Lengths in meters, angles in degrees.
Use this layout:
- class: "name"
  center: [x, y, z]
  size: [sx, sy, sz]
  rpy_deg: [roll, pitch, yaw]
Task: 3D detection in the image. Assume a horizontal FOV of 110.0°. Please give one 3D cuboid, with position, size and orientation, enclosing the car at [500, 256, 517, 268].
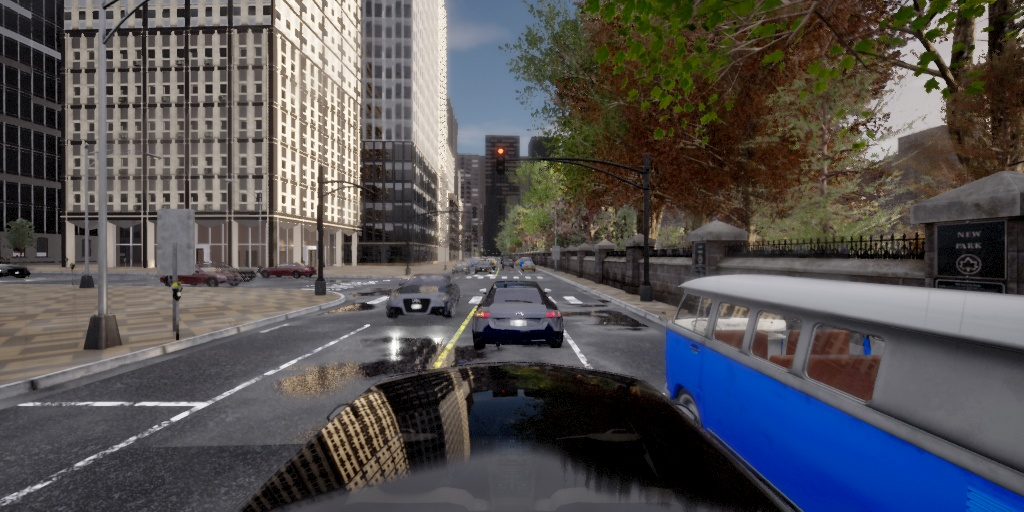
- class: "car"
  center: [-0.700, 1.216, 59.817]
  size: [2.128, 1.511, 4.902]
  rpy_deg: [0, 0, -2]

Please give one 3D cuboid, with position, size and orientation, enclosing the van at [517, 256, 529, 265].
- class: "van"
  center: [1.990, 1.072, 51.714]
  size: [1.690, 1.789, 3.998]
  rpy_deg: [0, 0, -1]

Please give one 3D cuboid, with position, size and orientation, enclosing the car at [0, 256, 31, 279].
- class: "car"
  center: [-36.175, 0.861, 24.567]
  size: [4.892, 1.490, 1.837]
  rpy_deg: [1, 0, 3]

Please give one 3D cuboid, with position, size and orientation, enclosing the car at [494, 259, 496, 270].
- class: "car"
  center: [-3.417, 1.296, 50.841]
  size: [1.994, 1.385, 4.181]
  rpy_deg: [0, 0, -2]

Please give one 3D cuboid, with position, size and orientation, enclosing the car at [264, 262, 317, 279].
- class: "car"
  center: [-18.095, 1.127, 29.080]
  size: [4.207, 1.307, 1.802]
  rpy_deg: [0, 0, 4]

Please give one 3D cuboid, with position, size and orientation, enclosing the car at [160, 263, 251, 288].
- class: "car"
  center: [-18.158, 1.149, 20.967]
  size: [4.207, 1.307, 1.802]
  rpy_deg: [0, 0, 4]

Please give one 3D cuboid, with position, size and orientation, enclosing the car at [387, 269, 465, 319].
- class: "car"
  center: [-2.923, 1.313, 12.656]
  size: [1.994, 1.385, 4.181]
  rpy_deg: [0, 0, -3]

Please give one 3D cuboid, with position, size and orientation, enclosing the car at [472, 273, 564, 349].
- class: "car"
  center: [0.098, 1.313, 9.202]
  size: [1.994, 1.385, 4.181]
  rpy_deg: [0, 0, -1]

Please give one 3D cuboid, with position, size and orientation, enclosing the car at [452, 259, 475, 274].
- class: "car"
  center: [-5.645, 1.288, 40.287]
  size: [2.007, 1.370, 4.403]
  rpy_deg: [0, 0, -1]

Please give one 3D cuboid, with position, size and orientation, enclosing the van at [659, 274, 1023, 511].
- class: "van"
  center: [2.568, 1.091, 2.622]
  size: [1.690, 1.789, 3.998]
  rpy_deg: [0, 0, 0]

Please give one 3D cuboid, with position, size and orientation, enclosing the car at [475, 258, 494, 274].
- class: "car"
  center: [-3.230, 1.243, 40.862]
  size: [1.837, 1.490, 4.892]
  rpy_deg: [0, 0, -3]

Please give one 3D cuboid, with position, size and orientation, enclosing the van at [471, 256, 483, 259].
- class: "van"
  center: [-6.332, 1.064, 62.462]
  size: [1.690, 1.789, 3.998]
  rpy_deg: [0, 0, -2]

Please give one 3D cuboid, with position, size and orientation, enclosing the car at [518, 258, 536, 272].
- class: "car"
  center: [2.114, 1.260, 46.341]
  size: [1.751, 1.417, 4.829]
  rpy_deg: [0, 0, -1]

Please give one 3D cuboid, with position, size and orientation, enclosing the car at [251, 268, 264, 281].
- class: "car"
  center: [-19.489, 1.146, 23.591]
  size: [4.718, 1.301, 1.895]
  rpy_deg: [1, 0, 4]
